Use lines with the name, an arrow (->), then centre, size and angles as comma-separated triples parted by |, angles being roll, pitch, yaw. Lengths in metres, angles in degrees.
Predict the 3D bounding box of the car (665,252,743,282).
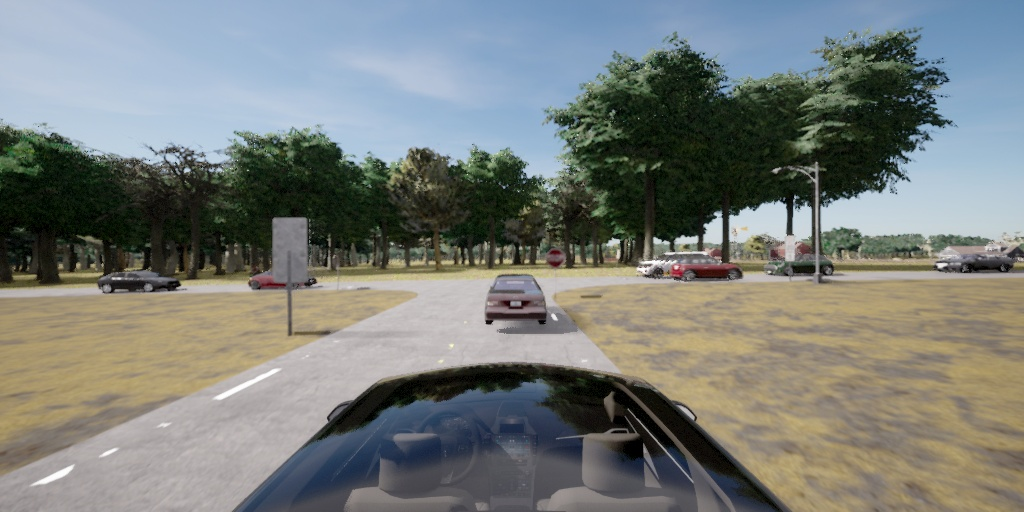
car -> 13.822, 0.844, 25.578 | 4.553, 1.767, 2.097 | -1, 1, 0

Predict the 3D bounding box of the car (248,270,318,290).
car -> -16.301, 1.647, 25.625 | 4.181, 1.385, 1.994 | -1, 1, 0

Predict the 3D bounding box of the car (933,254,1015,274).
car -> 36.506, 0.569, 28.453 | 4.902, 1.511, 2.128 | -1, 1, 0

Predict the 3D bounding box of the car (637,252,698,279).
car -> 12.904, 0.693, 28.518 | 5.566, 2.045, 2.150 | -1, 1, 0

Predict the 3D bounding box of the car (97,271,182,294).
car -> -26.583, 1.822, 25.658 | 4.892, 1.490, 1.837 | -1, 1, 0

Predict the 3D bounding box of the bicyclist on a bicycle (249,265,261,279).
bicyclist on a bicycle -> -22.610, 1.623, 31.620 | 0.582, 1.620, 1.656 | -1, 0, 0

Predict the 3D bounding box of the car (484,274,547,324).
car -> 0.104, 1.301, 11.956 | 2.033, 1.411, 5.357 | 0, 0, 0

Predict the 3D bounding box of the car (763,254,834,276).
car -> 22.659, 0.651, 28.487 | 4.553, 1.767, 2.097 | -1, 1, 0
